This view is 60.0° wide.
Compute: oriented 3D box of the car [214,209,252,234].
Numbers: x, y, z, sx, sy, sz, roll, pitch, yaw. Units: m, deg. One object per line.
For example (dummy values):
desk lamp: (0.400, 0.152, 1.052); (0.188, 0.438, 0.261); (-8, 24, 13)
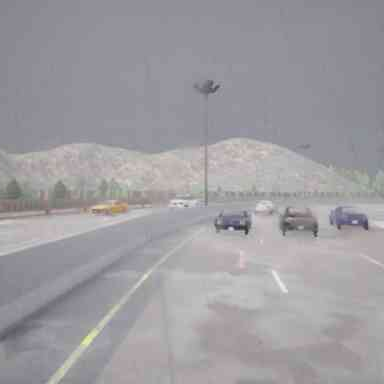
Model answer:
car: (2.584, 1.685, 19.942); (1.895, 1.301, 4.718); (0, 0, 13)

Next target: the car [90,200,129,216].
car: (-8.218, 1.559, 33.523); (1.882, 1.535, 5.008); (0, 0, 19)

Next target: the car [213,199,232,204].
car: (4.201, 1.686, 44.941); (1.837, 1.490, 4.892); (0, -1, 28)

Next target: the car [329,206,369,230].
car: (10.396, 1.654, 22.227); (1.812, 1.442, 4.674); (0, 0, 15)

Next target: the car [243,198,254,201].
car: (12.348, 1.856, 69.544); (1.994, 1.385, 4.181); (0, 0, 41)

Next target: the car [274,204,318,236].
car: (6.017, 1.588, 19.143); (2.128, 1.511, 4.902); (0, 0, 12)

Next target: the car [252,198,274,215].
car: (8.226, 1.695, 36.775); (1.812, 1.442, 4.674); (0, 0, 23)

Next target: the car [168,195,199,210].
car: (-0.987, 1.368, 42.305); (2.150, 2.045, 5.566); (0, 0, 25)
